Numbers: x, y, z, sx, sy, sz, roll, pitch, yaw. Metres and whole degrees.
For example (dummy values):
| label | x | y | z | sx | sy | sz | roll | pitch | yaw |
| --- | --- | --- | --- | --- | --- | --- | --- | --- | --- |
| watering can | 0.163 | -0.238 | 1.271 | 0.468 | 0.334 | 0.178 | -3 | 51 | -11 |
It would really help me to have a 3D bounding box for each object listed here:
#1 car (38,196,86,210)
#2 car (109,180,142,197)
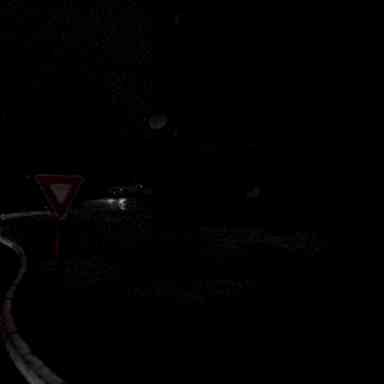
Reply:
| label | x | y | z | sx | sy | sz | roll | pitch | yaw |
| --- | --- | --- | --- | --- | --- | --- | --- | --- | --- |
| car | -13.186 | 0.958 | 33.915 | 1.895 | 1.301 | 4.718 | 0 | 5 | 25 |
| car | -8.729 | -0.487 | 44.101 | 2.150 | 2.045 | 5.566 | 0 | 5 | 21 |
